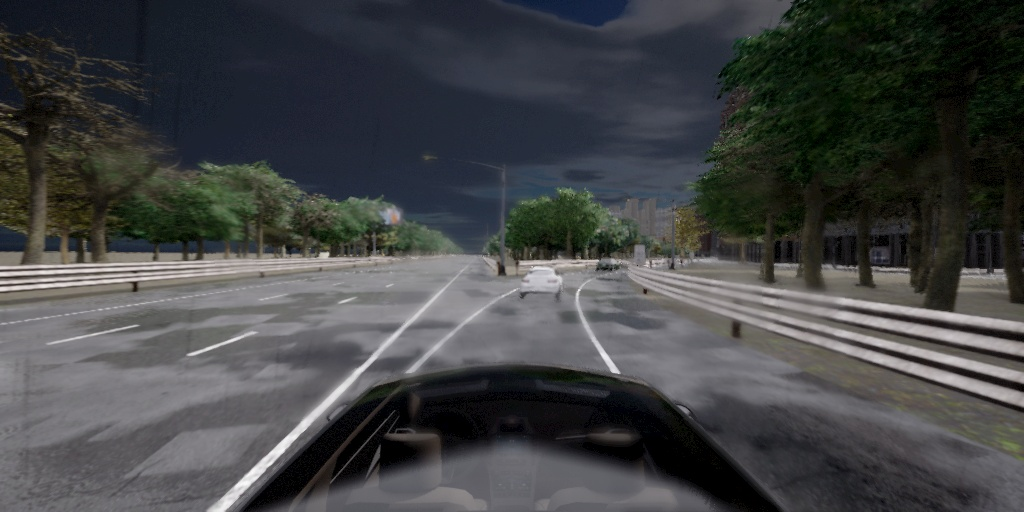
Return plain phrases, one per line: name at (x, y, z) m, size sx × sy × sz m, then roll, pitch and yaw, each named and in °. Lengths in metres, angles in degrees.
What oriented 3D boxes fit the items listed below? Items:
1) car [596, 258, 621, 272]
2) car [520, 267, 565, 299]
car at (12.398, 1.065, 45.869) m, size 2.097 × 1.767 × 4.553 m, roll 1°, pitch 0°, yaw 31°
car at (1.564, 1.242, 17.704) m, size 1.812 × 1.442 × 4.674 m, roll 1°, pitch 0°, yaw 11°
